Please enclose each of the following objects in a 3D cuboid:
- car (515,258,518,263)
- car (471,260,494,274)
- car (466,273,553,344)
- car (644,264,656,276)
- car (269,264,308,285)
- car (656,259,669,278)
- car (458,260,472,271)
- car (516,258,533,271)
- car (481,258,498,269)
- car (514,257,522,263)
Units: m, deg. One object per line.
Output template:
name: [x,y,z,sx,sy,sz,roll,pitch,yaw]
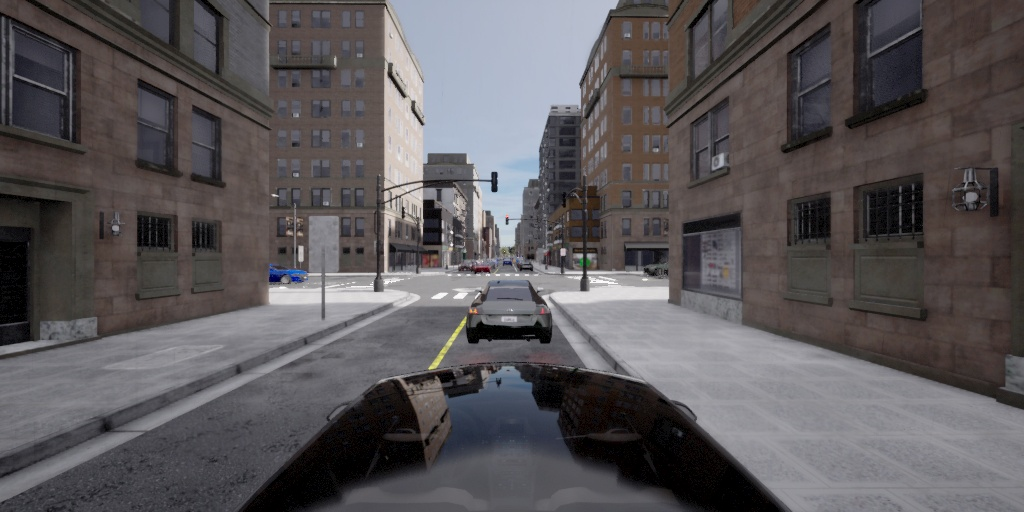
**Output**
car: [1.809,1.399,59.730,1.802,1.307,4.207,0,0,0]
car: [-3.274,1.382,39.966,1.895,1.301,4.718,0,0,-4]
car: [-0.070,1.315,9.636,1.994,1.385,4.181,0,0,0]
car: [14.689,1.052,33.353,4.553,1.767,2.097,0,0,-1]
car: [-17.598,1.291,26.218,5.008,1.535,1.882,0,0,0]
car: [15.001,1.043,30.106,4.553,1.767,2.097,0,0,-1]
car: [-6.125,1.236,48.643,1.967,1.591,4.097,0,0,0]
car: [1.899,1.362,48.708,1.948,1.339,4.313,0,0,0]
car: [-3.637,1.375,56.350,1.994,1.385,4.181,0,0,0]
car: [1.764,1.395,65.240,1.948,1.339,4.313,0,0,0]
